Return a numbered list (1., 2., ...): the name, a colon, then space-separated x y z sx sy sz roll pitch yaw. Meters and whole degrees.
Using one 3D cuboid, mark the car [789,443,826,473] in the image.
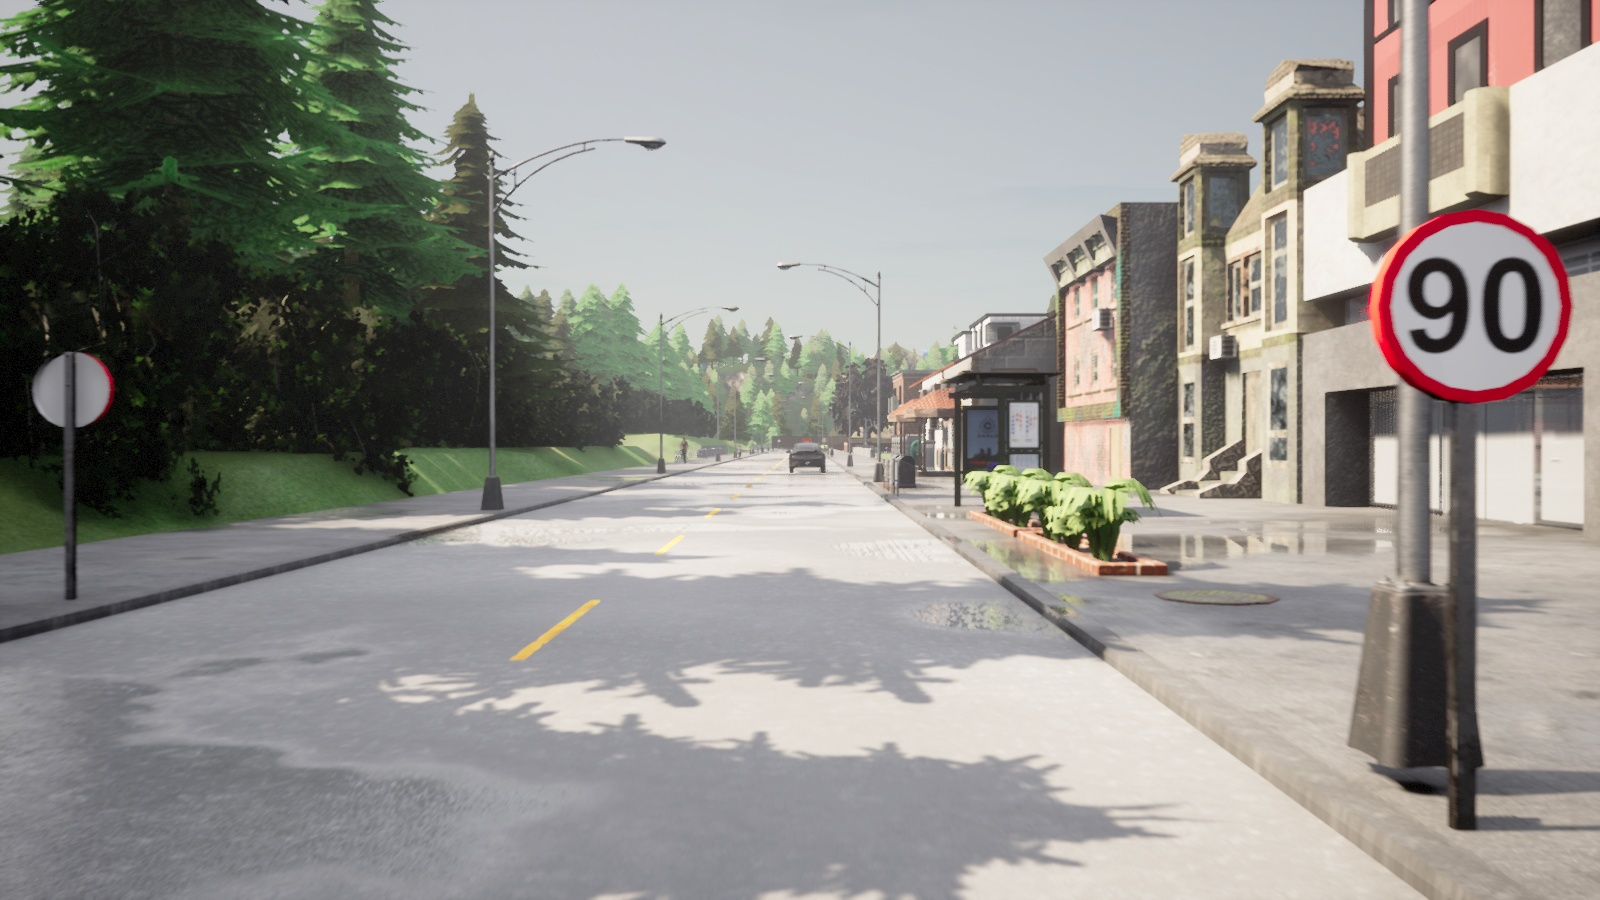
1. car: 0.378 0.386 64.804 1.837 1.490 4.892 0 0 0
